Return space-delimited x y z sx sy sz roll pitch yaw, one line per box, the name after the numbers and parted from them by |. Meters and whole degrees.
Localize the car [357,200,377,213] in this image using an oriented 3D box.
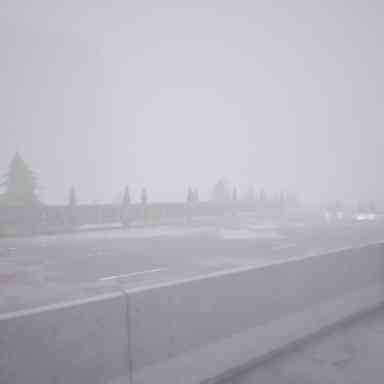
20.616 1.652 39.188 2.128 1.511 4.902 0 0 28 | car

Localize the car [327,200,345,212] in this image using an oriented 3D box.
18.208 1.700 42.098 1.812 1.442 4.674 0 0 27 | car
